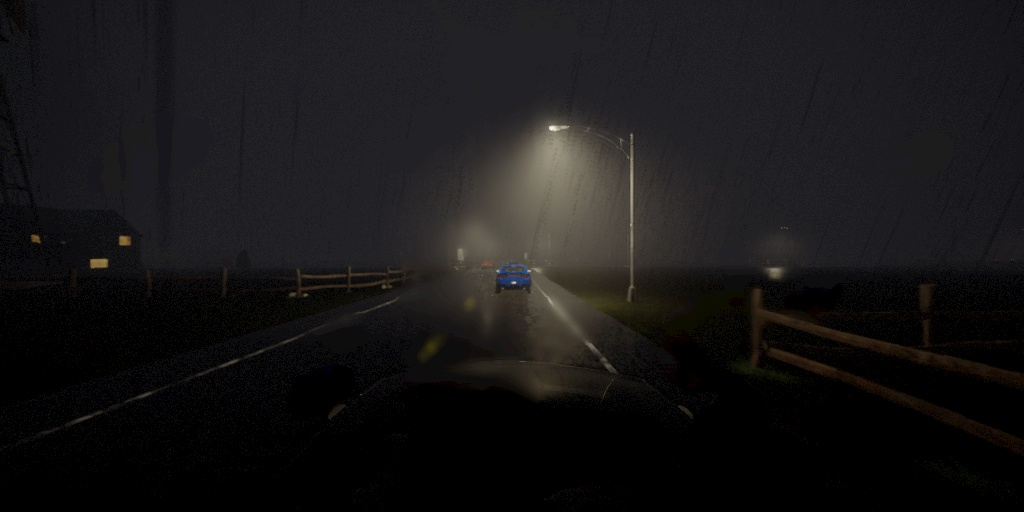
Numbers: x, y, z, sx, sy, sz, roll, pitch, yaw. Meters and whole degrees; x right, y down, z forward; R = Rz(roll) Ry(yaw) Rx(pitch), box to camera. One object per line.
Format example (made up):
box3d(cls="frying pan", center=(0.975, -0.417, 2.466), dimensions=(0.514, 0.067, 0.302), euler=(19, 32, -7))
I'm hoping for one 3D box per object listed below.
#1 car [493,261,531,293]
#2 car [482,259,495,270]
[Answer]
box3d(cls="car", center=(0.093, 1.231, 20.966), dimensions=(1.882, 1.535, 5.008), euler=(0, 0, 0))
box3d(cls="car", center=(-3.521, 1.266, 54.313), dimensions=(1.882, 1.535, 5.008), euler=(0, 0, 0))
